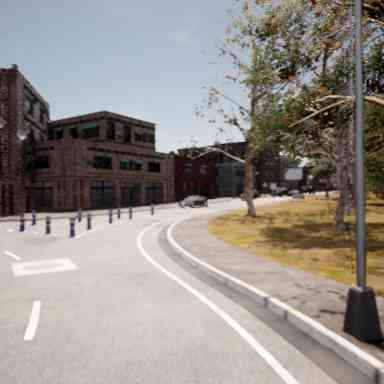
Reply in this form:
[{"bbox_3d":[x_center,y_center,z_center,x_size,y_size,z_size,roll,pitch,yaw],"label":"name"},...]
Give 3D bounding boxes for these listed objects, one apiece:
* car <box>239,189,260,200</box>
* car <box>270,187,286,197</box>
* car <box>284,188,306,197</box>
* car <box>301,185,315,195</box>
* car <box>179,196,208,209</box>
[{"bbox_3d":[9.691,0.362,56.005,2.097,1.767,4.553,-1,4,33],"label":"car"},{"bbox_3d":[18.038,-0.004,68.744,2.150,2.045,5.566,-1,1,33],"label":"car"},{"bbox_3d":[20.800,0.330,67.024,1.895,1.301,4.718,-1,1,33],"label":"car"},{"bbox_3d":[26.251,-0.487,75.395,2.150,2.045,5.566,-1,1,33],"label":"car"},{"bbox_3d":[0.230,1.218,41.463,2.128,1.511,4.902,-1,1,33],"label":"car"}]
